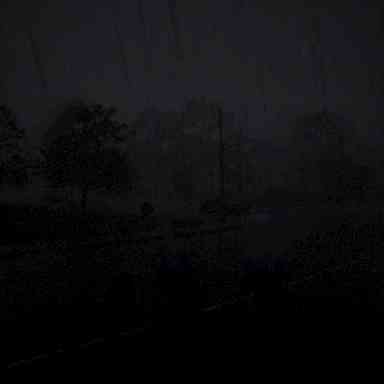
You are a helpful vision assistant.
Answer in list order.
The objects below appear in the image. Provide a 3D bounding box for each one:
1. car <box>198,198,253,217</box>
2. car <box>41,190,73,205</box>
[{"bbox_3d":[2.651,1.193,26.958,4.674,1.442,1.812,0,2,38],"label":"car"},{"bbox_3d":[-17.242,0.591,42.421,4.553,1.767,2.097,3,3,38],"label":"car"}]
